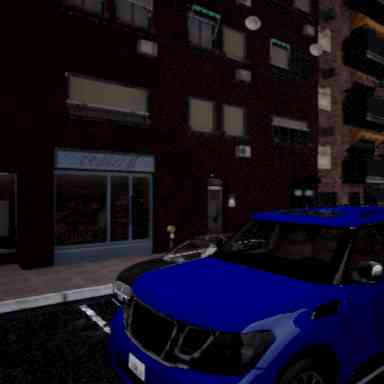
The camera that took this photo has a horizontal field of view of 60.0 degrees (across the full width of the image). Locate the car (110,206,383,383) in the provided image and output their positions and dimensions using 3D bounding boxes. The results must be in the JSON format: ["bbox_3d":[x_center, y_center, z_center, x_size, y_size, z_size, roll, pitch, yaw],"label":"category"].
[{"bbox_3d":[1.746,1.254,4.632,5.566,2.045,2.150,1,0,-36],"label":"car"}]

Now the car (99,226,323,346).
[{"bbox_3d":[0.562,1.586,6.967,4.403,1.369,2.008,1,-1,-36],"label":"car"}]
